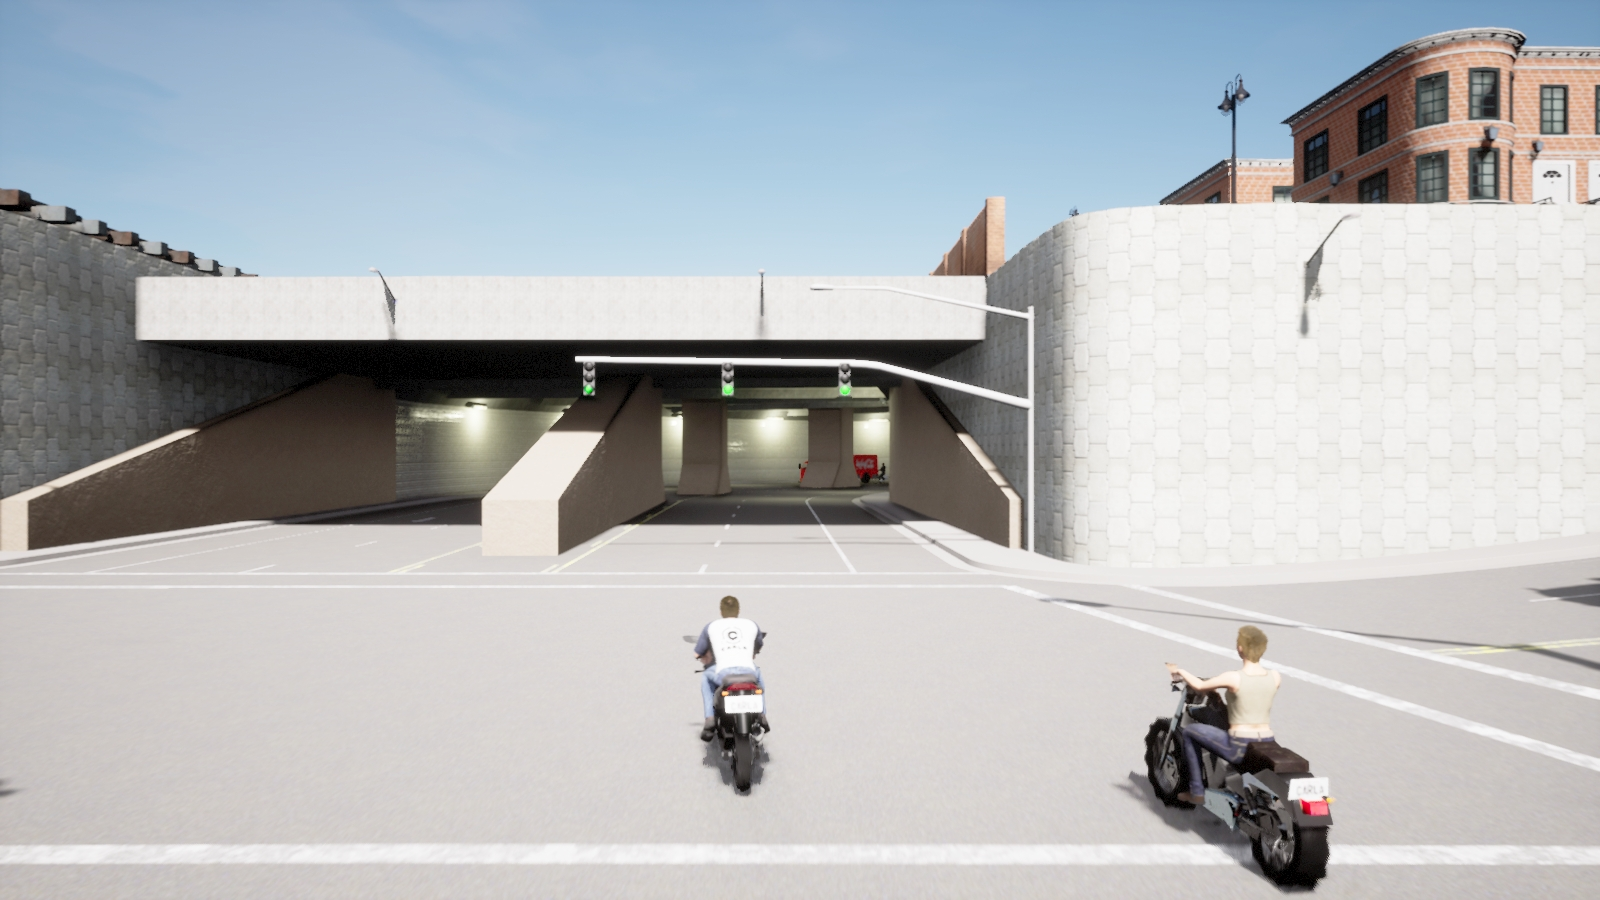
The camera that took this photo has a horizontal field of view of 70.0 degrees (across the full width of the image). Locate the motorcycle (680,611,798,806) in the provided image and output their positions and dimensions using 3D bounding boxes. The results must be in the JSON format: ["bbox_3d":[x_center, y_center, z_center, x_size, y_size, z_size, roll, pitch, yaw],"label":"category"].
[{"bbox_3d":[-0.586,2.190,10.083,0.803,1.224,2.033,-1,0,-9],"label":"motorcycle"}]

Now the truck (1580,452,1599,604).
[{"bbox_3d":[15.613,1.006,17.573,5.204,2.467,2.627,-6,0,0],"label":"truck"}]
